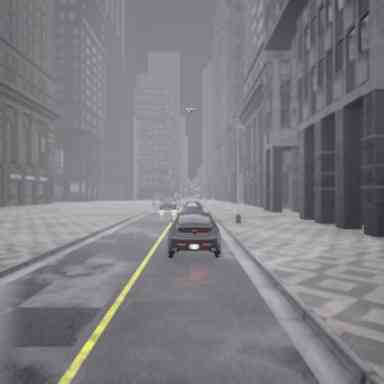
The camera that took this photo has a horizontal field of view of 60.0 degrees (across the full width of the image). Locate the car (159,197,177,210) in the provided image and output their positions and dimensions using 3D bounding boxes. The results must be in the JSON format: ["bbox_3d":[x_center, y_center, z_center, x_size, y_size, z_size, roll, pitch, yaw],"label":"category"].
[{"bbox_3d":[-3.098,1.418,43.812,2.097,1.767,4.553,0,0,0],"label":"car"}]

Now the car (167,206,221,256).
[{"bbox_3d":[0.082,1.493,13.020,1.837,1.490,4.892,0,0,0],"label":"car"}]

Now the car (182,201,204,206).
[{"bbox_3d":[0.081,1.536,29.142,1.812,1.442,4.674,0,0,0],"label":"car"}]
